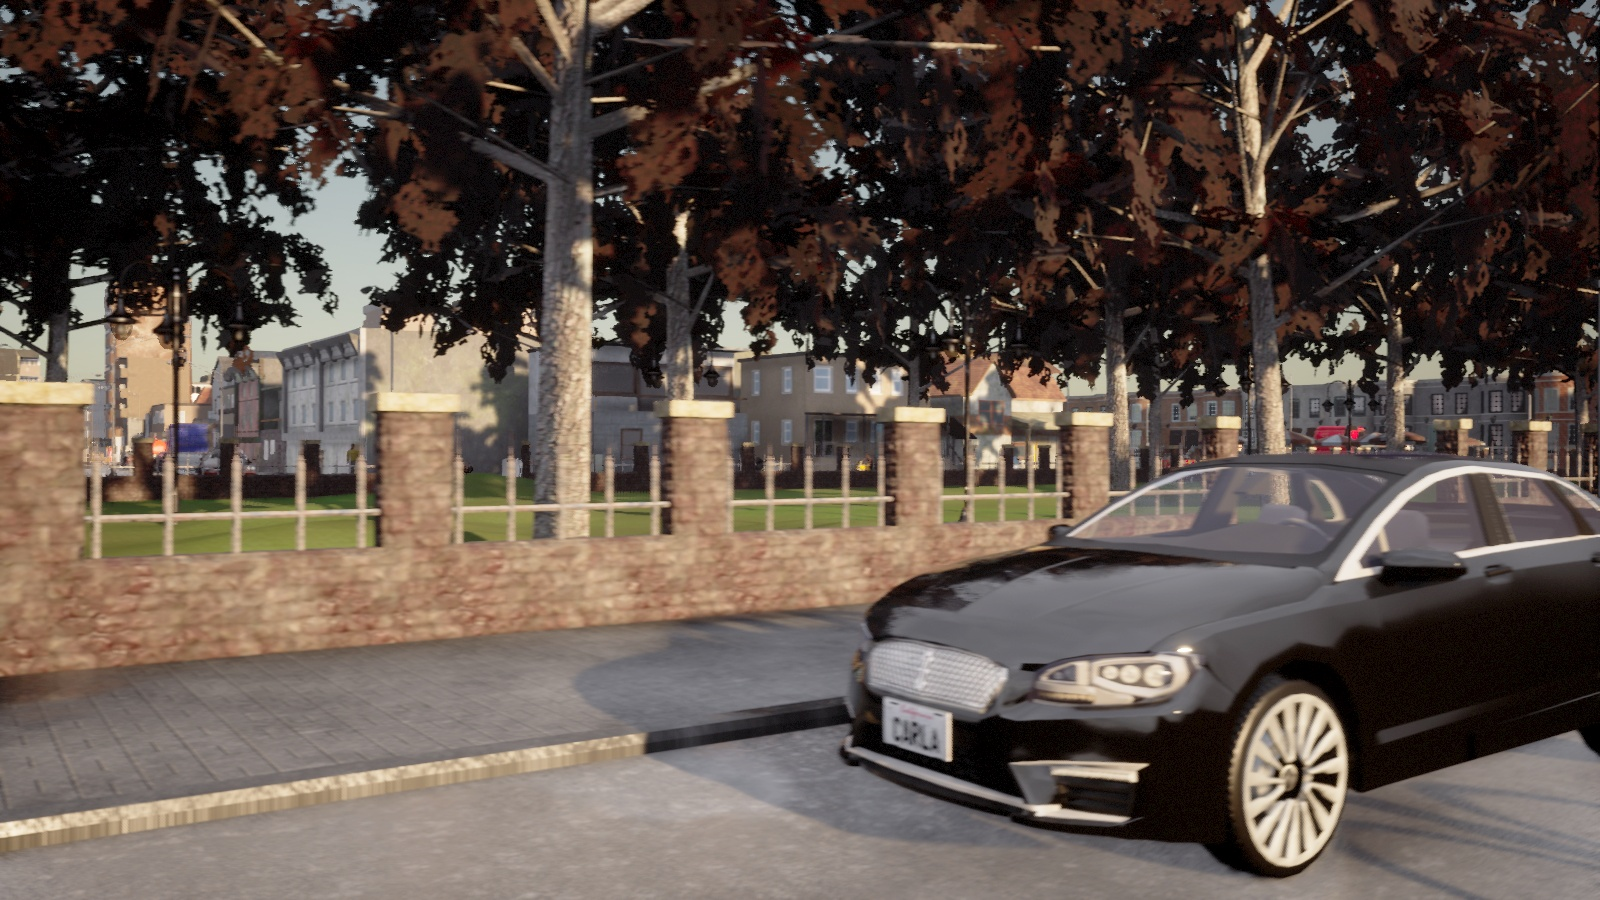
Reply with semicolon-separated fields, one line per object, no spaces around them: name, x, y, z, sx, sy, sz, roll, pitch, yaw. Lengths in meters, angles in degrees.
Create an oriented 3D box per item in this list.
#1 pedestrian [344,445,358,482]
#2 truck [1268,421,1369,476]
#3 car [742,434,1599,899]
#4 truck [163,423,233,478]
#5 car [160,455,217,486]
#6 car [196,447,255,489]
pedestrian;-22.332;0.655;62.430;0.431;1.840;0.709;0;0;0
truck;34.525;-0.105;83.509;7.936;3.462;2.891;0;0;-40
car;2.372;0.710;5.919;4.902;1.511;2.128;0;0;-35
truck;-39.639;0.049;82.509;2.891;3.462;7.936;0;0;-35
car;-30.085;0.986;61.750;1.812;1.442;4.674;0;0;-35
car;-23.866;0.702;52.112;2.152;1.651;5.027;0;0;-25
